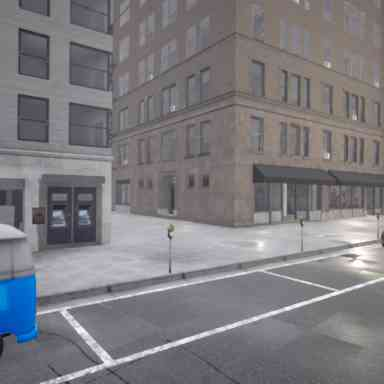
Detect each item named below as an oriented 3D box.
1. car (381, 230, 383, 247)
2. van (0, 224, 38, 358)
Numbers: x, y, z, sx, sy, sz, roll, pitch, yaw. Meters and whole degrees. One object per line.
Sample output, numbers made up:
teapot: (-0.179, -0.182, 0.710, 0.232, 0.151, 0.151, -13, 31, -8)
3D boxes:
car: (9.414, 1.578, 13.476, 4.313, 1.339, 1.947, 0, 1, -36)
van: (-3.970, 1.341, 3.919, 3.998, 1.788, 1.690, 0, 1, -36)
